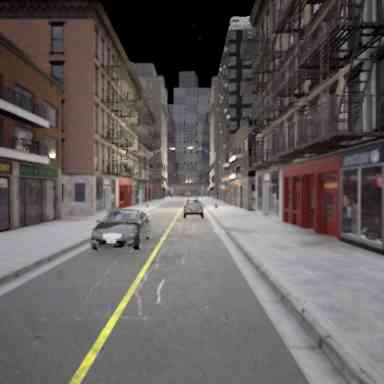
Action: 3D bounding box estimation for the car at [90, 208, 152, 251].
[{"bbox_3d":[-2.839,1.470,14.162,2.128,1.511,4.902,0,0,0],"label":"car"}]

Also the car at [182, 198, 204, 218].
[{"bbox_3d":[0.118,1.502,29.705,2.033,1.411,5.357,0,0,0],"label":"car"}]
